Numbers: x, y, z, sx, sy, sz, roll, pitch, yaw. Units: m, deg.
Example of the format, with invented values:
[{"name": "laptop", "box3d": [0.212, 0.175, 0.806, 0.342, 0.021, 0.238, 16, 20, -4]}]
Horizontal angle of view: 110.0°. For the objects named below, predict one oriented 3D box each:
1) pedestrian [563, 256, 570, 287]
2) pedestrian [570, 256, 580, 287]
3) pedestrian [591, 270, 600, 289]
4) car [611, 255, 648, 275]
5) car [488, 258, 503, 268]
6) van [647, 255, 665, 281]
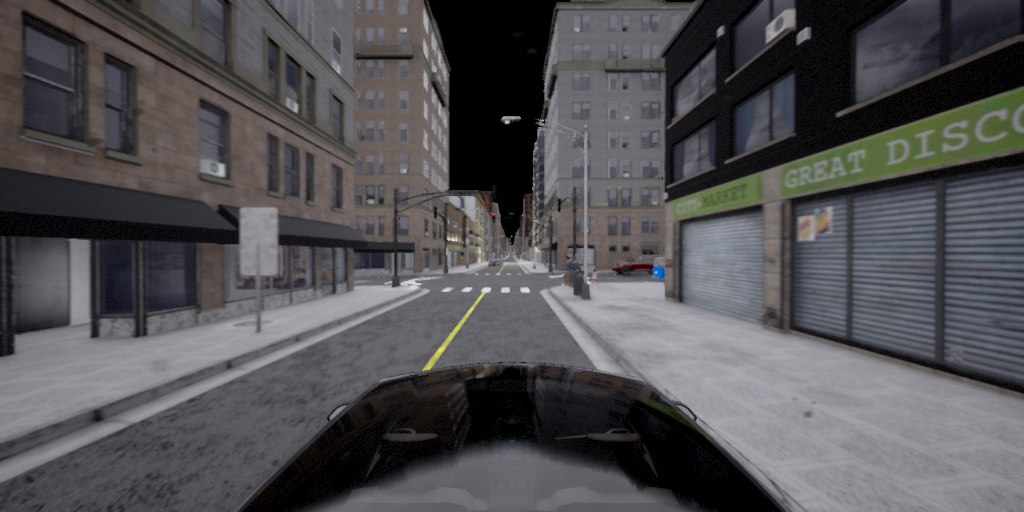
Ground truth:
[{"name": "pedestrian", "box3d": [3.197, 0.870, 20.378, 0.375, 1.860, 0.375, 0, 0, 0]}, {"name": "pedestrian", "box3d": [3.437, 0.869, 19.179, 0.375, 1.860, 0.375, 0, 0, 0]}, {"name": "pedestrian", "box3d": [4.602, 1.240, 19.782, 0.500, 1.100, 0.500, 0, 0, 0]}, {"name": "car", "box3d": [12.096, 0.831, 34.034, 5.009, 1.841, 2.192, 0, 0, 0]}, {"name": "car", "box3d": [-3.028, 1.258, 61.594, 1.994, 1.385, 4.181, 0, 0, 1]}, {"name": "van", "box3d": [12.118, 0.927, 25.509, 3.998, 1.789, 1.690, 0, 0, 0]}]
